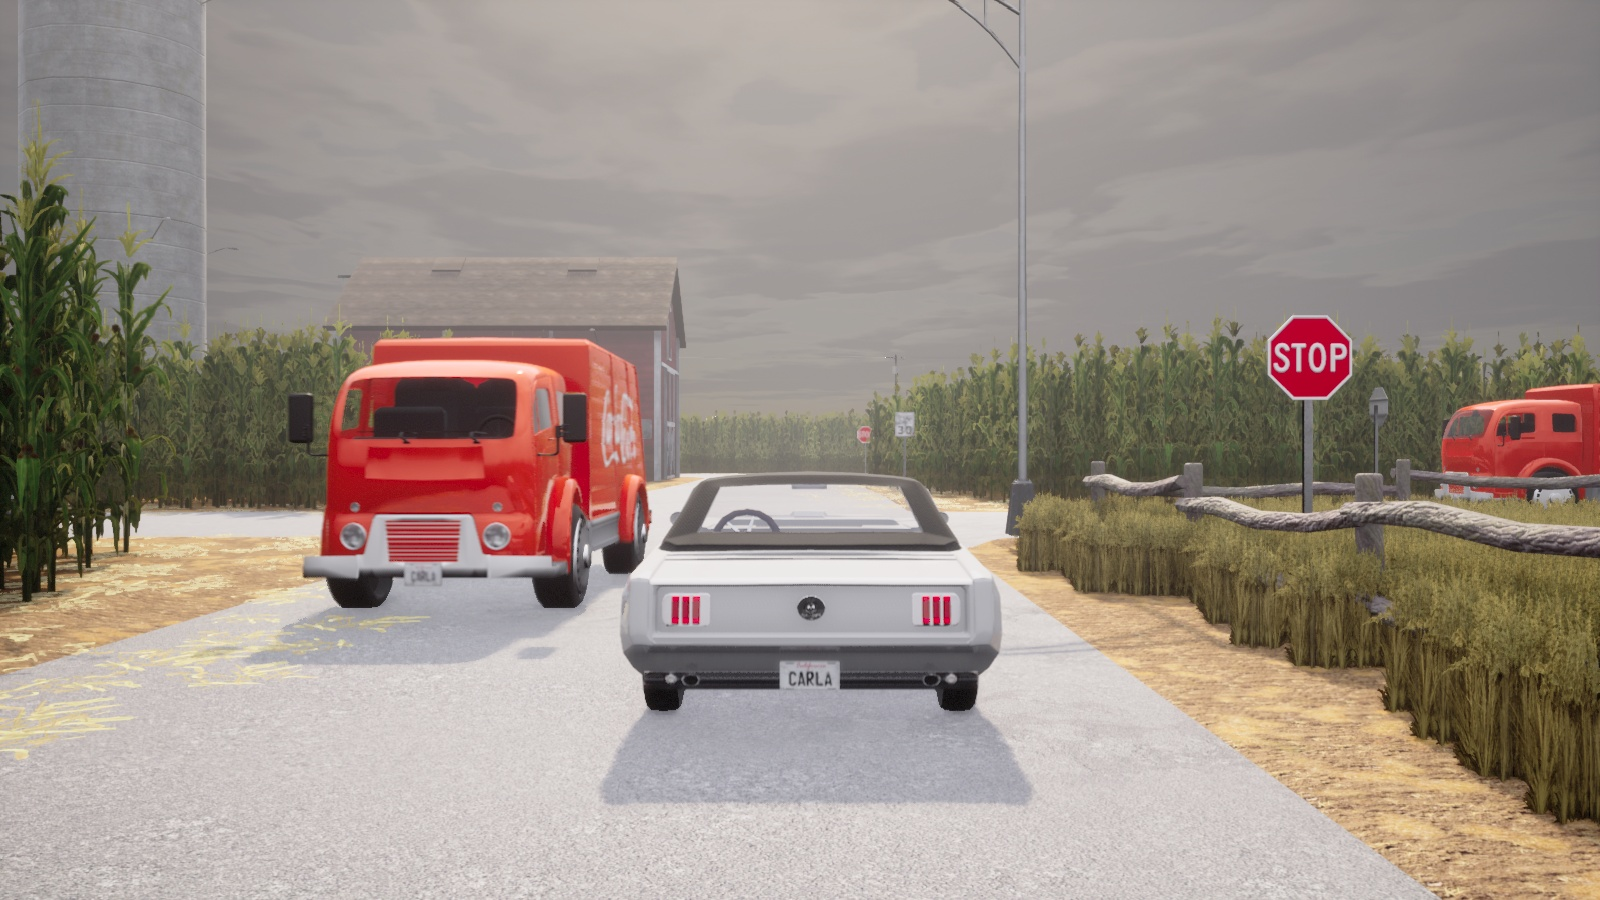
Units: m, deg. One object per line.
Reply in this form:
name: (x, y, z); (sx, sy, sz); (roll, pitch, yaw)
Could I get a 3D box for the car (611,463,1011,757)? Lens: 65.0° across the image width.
car: (0.062, 0.784, 8.311); (1.895, 1.301, 4.718); (0, 1, 0)

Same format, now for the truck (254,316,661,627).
truck: (-3.014, 0.154, 12.594); (2.627, 2.467, 5.204); (0, 0, 0)

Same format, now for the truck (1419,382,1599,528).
truck: (14.397, 0.101, 22.593); (5.204, 2.467, 2.627); (1, 0, 0)
